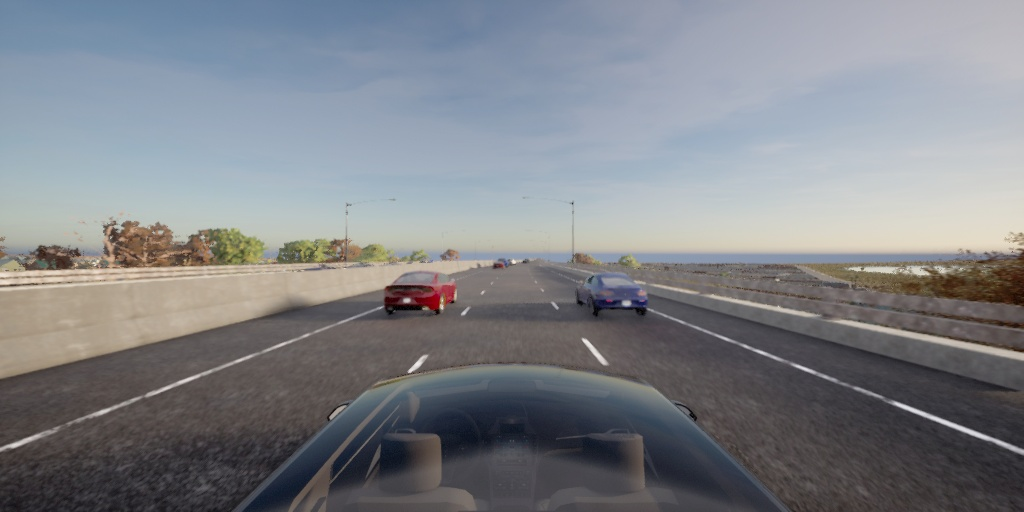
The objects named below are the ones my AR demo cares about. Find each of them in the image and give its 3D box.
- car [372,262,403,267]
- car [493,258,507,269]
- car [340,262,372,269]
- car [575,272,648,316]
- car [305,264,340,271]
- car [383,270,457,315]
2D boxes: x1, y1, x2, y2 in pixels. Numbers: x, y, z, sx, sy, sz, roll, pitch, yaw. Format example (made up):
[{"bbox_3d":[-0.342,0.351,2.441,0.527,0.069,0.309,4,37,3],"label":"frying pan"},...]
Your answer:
[{"bbox_3d":[-13.639,1.430,40.948,2.128,1.511,4.902,0,0,2],"label":"car"},{"bbox_3d":[-2.393,1.596,64.359,1.882,1.535,5.008,0,0,2],"label":"car"},{"bbox_3d":[-17.136,1.425,41.014,2.128,1.511,4.902,0,0,2],"label":"car"},{"bbox_3d":[3.641,1.340,13.665,1.812,1.442,4.674,0,0,0],"label":"car"},{"bbox_3d":[-20.670,1.519,39.525,1.895,1.301,4.718,0,0,2],"label":"car"},{"bbox_3d":[-3.357,1.284,13.977,1.882,1.535,5.008,0,0,0],"label":"car"}]
